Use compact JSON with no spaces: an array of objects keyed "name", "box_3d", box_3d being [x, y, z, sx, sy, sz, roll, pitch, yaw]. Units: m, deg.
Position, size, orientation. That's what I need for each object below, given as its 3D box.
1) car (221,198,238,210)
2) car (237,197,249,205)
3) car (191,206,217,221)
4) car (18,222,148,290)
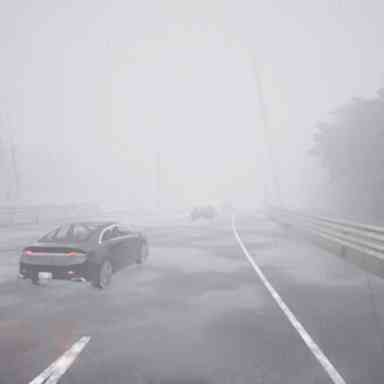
[{"name":"car","box_3d":[5.773,2.080,53.143,2.033,1.411,5.357,0,-1,12]},{"name":"car","box_3d":[12.006,2.414,80.298,1.895,1.301,4.718,0,-1,14]},{"name":"car","box_3d":[1.218,1.913,30.923,1.895,1.301,4.718,0,-1,11]},{"name":"car","box_3d":[-2.709,1.589,9.487,2.128,1.511,4.902,0,-1,10]}]
